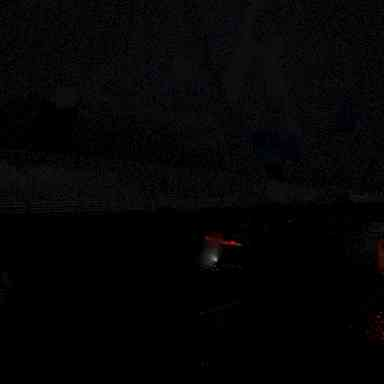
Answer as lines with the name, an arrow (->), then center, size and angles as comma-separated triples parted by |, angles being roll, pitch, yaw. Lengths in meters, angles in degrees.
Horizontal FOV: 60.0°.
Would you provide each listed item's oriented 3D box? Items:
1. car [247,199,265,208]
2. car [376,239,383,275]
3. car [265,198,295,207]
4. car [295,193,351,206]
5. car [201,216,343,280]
car -> 7.760, 1.461, 35.423 | 4.181, 1.385, 1.994 | 0, 0, -36
car -> 6.715, 1.435, 8.554 | 5.008, 1.535, 1.882 | 0, 0, -35
car -> 9.799, 1.375, 32.576 | 5.008, 1.535, 1.882 | 0, 0, -36
car -> 12.167, 1.118, 29.971 | 5.566, 2.045, 2.150 | 0, 0, -36
car -> 2.534, 1.461, 9.875 | 4.902, 1.511, 2.128 | -1, 0, -35
